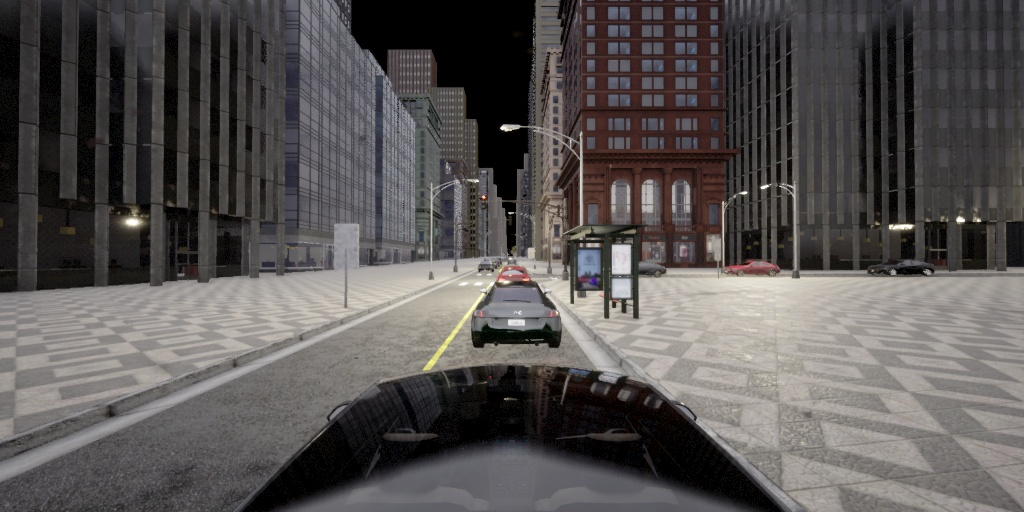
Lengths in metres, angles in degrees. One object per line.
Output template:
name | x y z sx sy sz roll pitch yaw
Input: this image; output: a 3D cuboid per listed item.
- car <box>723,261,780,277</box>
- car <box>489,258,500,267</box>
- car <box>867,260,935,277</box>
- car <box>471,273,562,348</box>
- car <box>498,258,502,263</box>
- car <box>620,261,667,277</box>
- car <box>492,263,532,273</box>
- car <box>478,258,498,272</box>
car | 22.185 1.189 33.220 4.674 1.442 1.812 0 -1 0
car | -3.075 1.146 64.241 1.837 1.490 4.892 0 0 0
car | 35.916 1.090 33.195 5.008 1.535 1.882 0 -1 0
car | 0.097 1.314 9.257 1.994 1.385 4.181 0 0 0
car | -3.104 1.162 54.118 2.128 1.511 4.902 0 0 0
car | 11.864 1.225 33.223 4.674 1.442 1.812 0 -1 -2
car | 0.114 1.269 19.092 1.812 1.442 4.674 0 0 1
car | -3.100 1.243 44.190 2.033 1.411 5.357 0 0 0
